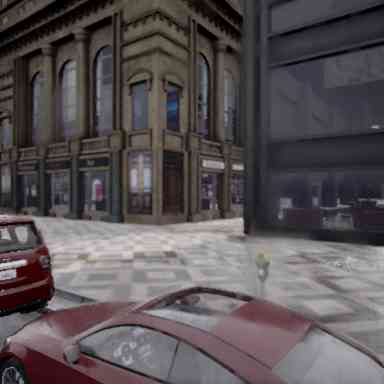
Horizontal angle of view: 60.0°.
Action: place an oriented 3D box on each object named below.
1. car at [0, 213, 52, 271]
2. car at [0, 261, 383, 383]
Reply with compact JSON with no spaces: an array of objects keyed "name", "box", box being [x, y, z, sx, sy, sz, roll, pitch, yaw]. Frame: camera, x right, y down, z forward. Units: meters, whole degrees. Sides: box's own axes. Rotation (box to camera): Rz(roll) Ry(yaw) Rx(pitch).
[{"name":"car","box":[-4.663,1.300,6.293,5.009,1.841,2.192,0,0,36]},{"name":"car","box":[-0.098,1.578,3.035,4.206,1.307,1.802,0,0,36]}]
